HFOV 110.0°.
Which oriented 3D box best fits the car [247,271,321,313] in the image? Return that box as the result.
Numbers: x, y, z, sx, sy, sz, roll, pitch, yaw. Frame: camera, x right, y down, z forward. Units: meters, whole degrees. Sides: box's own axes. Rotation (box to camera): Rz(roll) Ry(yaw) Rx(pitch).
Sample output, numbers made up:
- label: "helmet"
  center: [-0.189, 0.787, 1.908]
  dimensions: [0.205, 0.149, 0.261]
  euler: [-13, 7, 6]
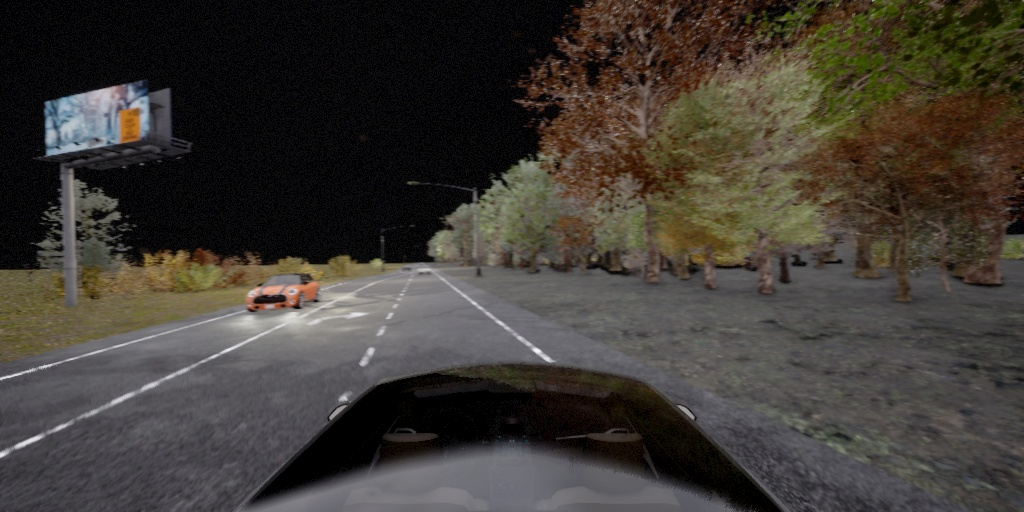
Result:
- label: "car"
  center: [-11.154, 1.660, 17.820]
  dimensions: [2.097, 1.767, 4.553]
  euler: [-2, 0, -15]

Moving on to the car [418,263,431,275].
- label: "car"
  center: [-13.752, 2.249, 56.377]
  dimensions: [1.895, 1.301, 4.718]
  euler: [-2, 0, -14]
